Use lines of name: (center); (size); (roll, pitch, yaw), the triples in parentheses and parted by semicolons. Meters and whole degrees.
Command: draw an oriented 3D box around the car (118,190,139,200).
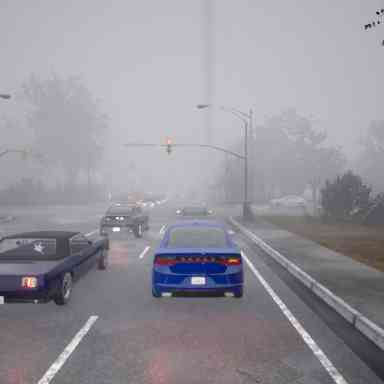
car: (-10.524, 0.930, 53.845); (2.097, 1.767, 4.553); (0, 0, 1)

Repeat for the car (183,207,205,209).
car: (0.130, 1.458, 17.513); (1.994, 1.385, 4.181); (0, 0, 0)

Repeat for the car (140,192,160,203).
car: (-6.995, 1.127, 55.454); (1.994, 1.385, 4.181); (0, 1, 0)

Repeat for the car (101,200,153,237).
car: (-3.370, 1.402, 17.237); (1.837, 1.490, 4.892); (0, 0, 0)

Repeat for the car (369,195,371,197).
car: (22.482, 1.175, 43.264); (4.892, 1.490, 1.837); (0, 0, -3)

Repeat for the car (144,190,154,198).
car: (-10.774, 0.445, 84.223); (2.150, 2.045, 5.566); (0, 1, -3)

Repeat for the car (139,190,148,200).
car: (-10.449, 0.709, 63.428); (2.150, 2.045, 5.566); (0, 1, 0)

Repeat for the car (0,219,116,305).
car: (-3.385, 1.573, 7.986); (1.895, 1.301, 4.718); (0, 0, 0)

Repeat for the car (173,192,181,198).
car: (-3.839, 0.741, 85.603); (2.033, 1.411, 5.357); (0, 1, -4)

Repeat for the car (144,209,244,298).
car: (0.116, 1.446, 8.531); (1.882, 1.535, 5.008); (0, 0, 0)

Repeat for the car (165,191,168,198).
car: (-6.968, 0.957, 74.287); (1.895, 1.301, 4.718); (0, 1, -1)

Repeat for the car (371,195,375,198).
car: (21.038, 0.985, 32.467); (5.566, 2.045, 2.150); (0, 1, -3)

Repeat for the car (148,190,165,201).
car: (-6.951, 0.956, 64.262); (1.882, 1.535, 5.008); (0, 1, 0)

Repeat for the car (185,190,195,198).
car: (-0.322, 0.419, 85.404); (2.150, 2.045, 5.566); (0, 1, -4)

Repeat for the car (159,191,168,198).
car: (-7.284, 0.571, 84.521); (2.097, 1.767, 4.553); (0, 1, -3)

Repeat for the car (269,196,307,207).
car: (12.313, 1.200, 42.705); (4.674, 1.442, 1.812); (0, 0, -3)
